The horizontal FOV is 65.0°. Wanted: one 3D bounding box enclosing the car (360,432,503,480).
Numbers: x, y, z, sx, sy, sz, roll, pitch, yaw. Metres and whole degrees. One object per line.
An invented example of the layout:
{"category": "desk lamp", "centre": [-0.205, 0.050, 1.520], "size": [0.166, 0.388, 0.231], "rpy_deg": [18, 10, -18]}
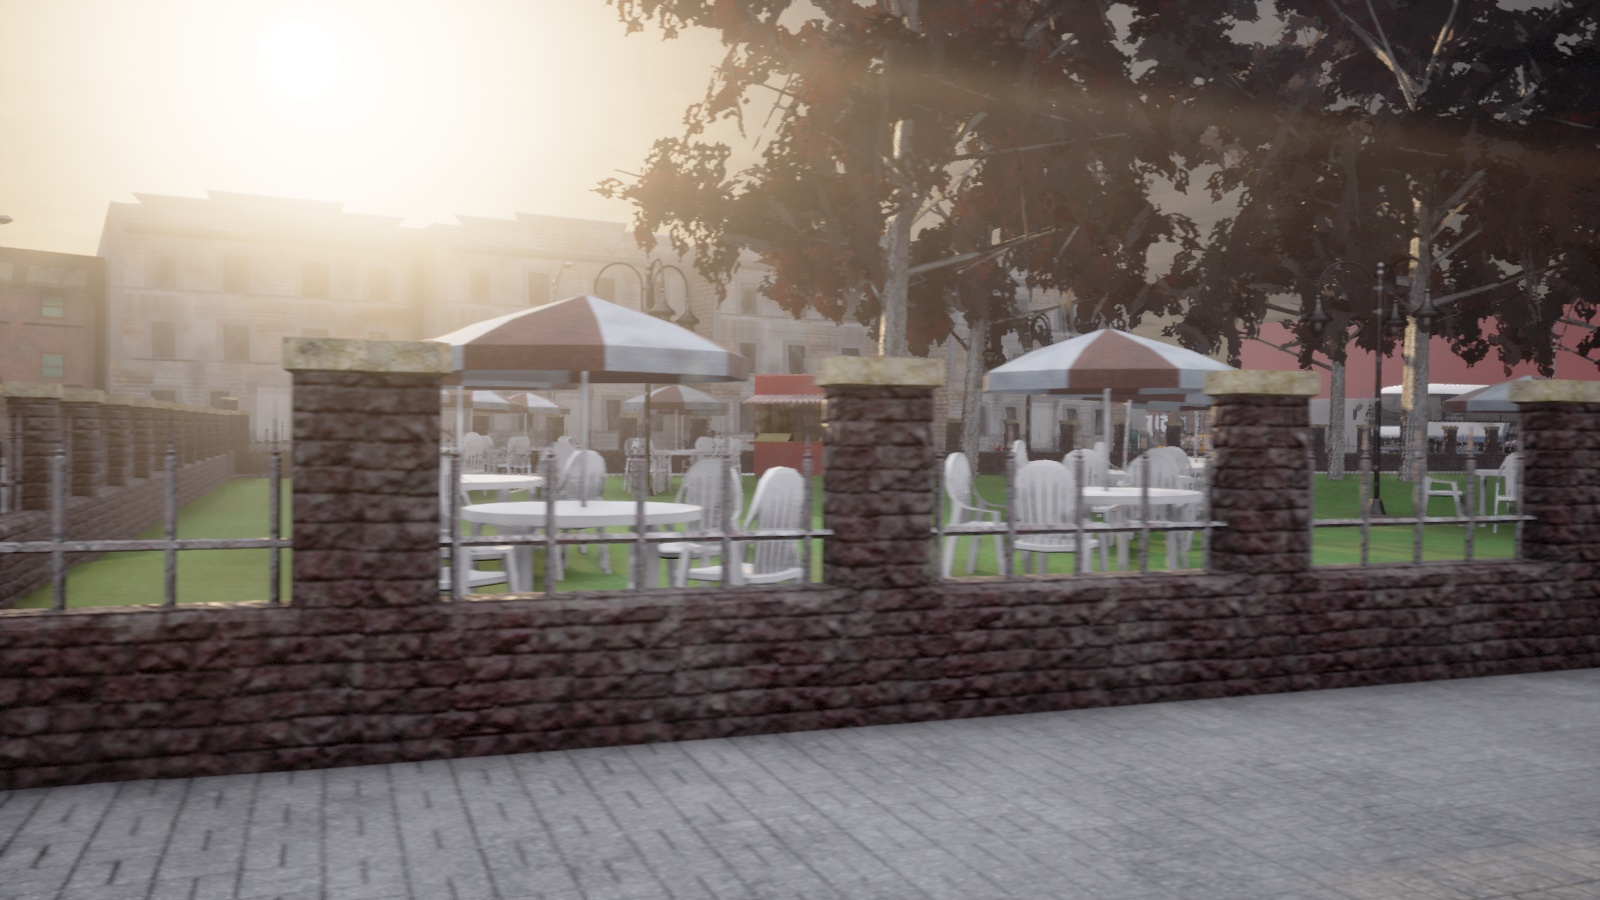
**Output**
{"category": "car", "centre": [-12.662, 0.180, 43.103], "size": [4.514, 1.525, 2.007], "rpy_deg": [-1, 1, -22]}

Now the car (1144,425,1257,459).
{"category": "car", "centre": [18.931, -0.396, 59.393], "size": [5.008, 1.535, 1.882], "rpy_deg": [-1, 1, -21]}

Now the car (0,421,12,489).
{"category": "car", "centre": [-25.543, 0.214, 35.708], "size": [2.150, 2.045, 5.566], "rpy_deg": [-1, 1, 9]}

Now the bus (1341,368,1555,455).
{"category": "bus", "centre": [33.497, -1.998, 64.914], "size": [10.273, 4.253, 3.944], "rpy_deg": [-1, 1, -21]}
